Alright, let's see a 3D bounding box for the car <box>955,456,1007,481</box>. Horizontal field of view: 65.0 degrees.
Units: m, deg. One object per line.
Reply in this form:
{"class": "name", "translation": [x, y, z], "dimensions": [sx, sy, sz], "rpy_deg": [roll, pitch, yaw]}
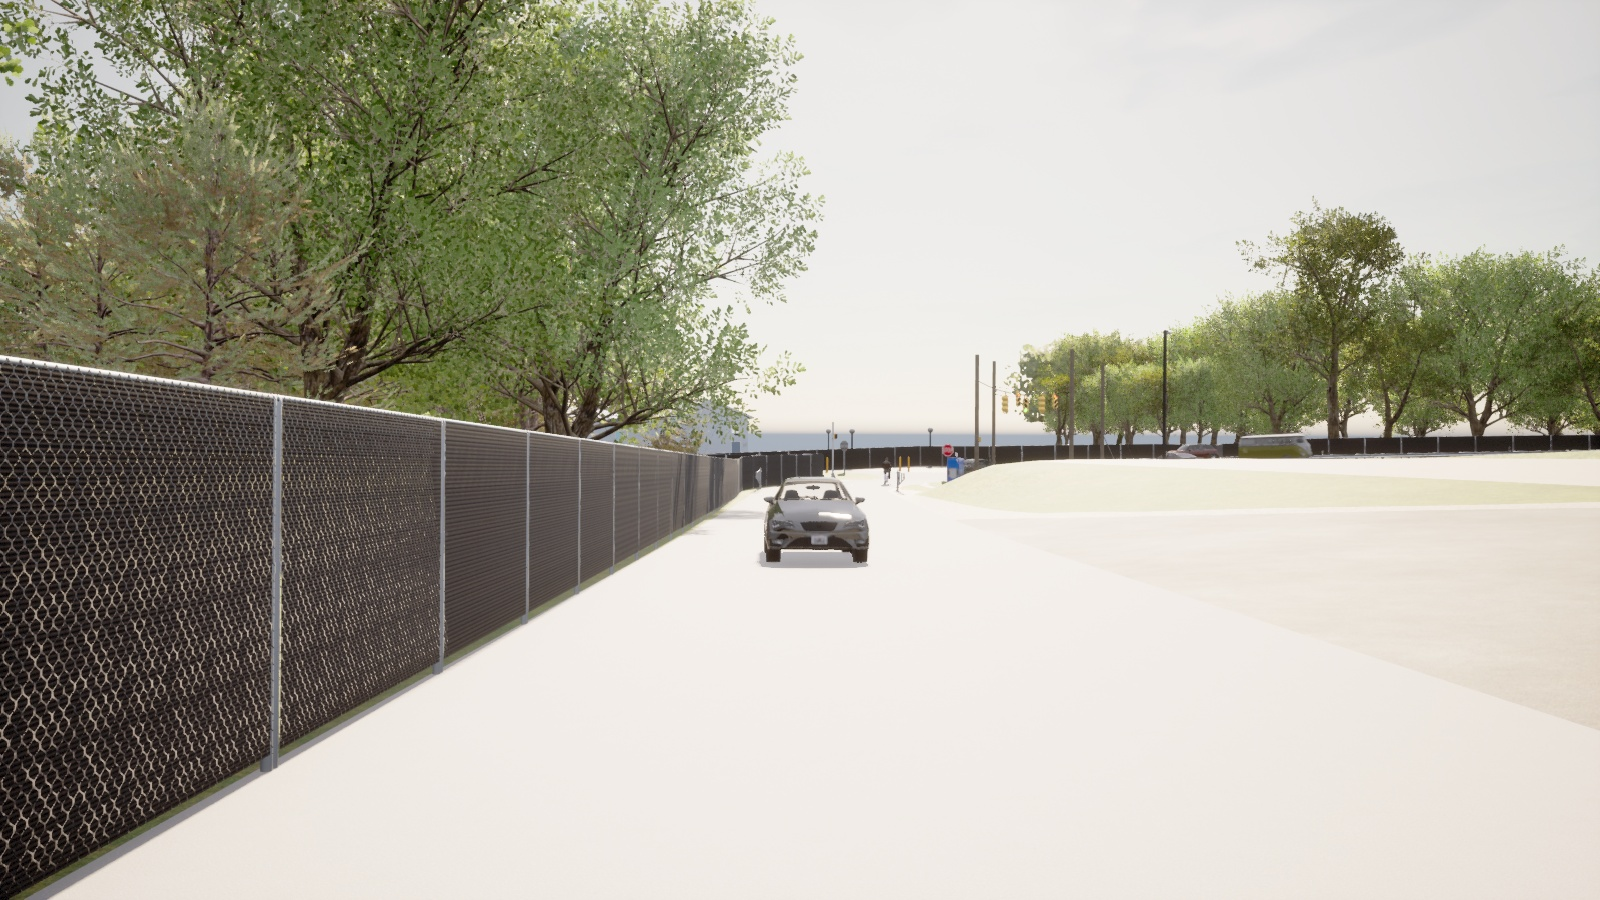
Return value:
{"class": "car", "translation": [13.167, 1.318, 91.191], "dimensions": [3.705, 1.549, 1.789], "rpy_deg": [-3, 3, -41]}

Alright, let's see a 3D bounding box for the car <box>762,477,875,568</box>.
{"class": "car", "translation": [0.246, 1.228, 22.736], "dimensions": [1.816, 1.474, 4.193], "rpy_deg": [0, -1, -2]}

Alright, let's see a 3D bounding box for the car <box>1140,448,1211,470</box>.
{"class": "car", "translation": [27.333, 0.683, 91.718], "dimensions": [2.033, 1.411, 5.357], "rpy_deg": [-1, -2, -22]}

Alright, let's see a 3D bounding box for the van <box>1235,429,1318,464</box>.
{"class": "van", "translation": [29.765, -0.217, 78.534], "dimensions": [1.775, 1.987, 4.442], "rpy_deg": [-2, -1, -40]}
